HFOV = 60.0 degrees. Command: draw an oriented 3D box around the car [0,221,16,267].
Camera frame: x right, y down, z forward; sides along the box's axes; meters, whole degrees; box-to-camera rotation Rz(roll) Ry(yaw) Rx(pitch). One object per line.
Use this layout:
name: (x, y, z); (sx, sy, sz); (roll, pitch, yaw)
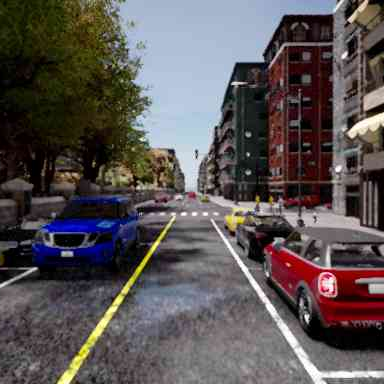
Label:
car: (-5.691, 1.496, 6.568); (1.752, 1.417, 4.829); (0, 0, 0)

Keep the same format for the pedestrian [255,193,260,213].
pedestrian: (6.138, 1.015, 31.382); (0.375, 1.860, 0.375); (0, 0, 0)

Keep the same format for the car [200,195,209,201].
car: (2.694, 1.268, 72.635); (1.887, 1.381, 4.507); (0, 0, 0)

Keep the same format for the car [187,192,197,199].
car: (0.009, 0.895, 86.910); (2.150, 2.045, 5.566); (0, 0, 0)

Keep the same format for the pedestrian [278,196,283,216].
pedestrian: (8.138, 1.245, 30.784); (0.375, 1.860, 0.375); (0, 0, 0)

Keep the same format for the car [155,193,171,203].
car: (-5.689, 1.074, 61.564); (2.192, 1.841, 5.009); (0, 0, 0)

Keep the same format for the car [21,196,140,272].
car: (-3.096, 1.173, 11.012); (2.150, 2.045, 5.566); (0, 0, 0)

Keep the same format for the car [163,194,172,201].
car: (-5.686, 1.251, 78.171); (1.887, 1.381, 4.507); (0, 0, 0)

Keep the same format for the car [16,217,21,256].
car: (-5.690, 1.496, 12.368); (2.008, 1.369, 4.403); (0, 0, 0)

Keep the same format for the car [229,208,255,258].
car: (2.691, 1.512, 12.369); (1.947, 1.339, 4.313); (0, 0, 0)

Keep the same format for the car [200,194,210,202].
car: (2.693, 1.266, 67.270); (1.752, 1.417, 4.829); (0, 0, 0)

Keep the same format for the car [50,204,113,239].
car: (-5.690, 1.449, 17.829); (1.752, 1.417, 4.829); (0, 0, 0)

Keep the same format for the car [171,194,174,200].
car: (-5.687, 1.164, 72.635); (1.967, 1.590, 4.097); (0, 0, 0)

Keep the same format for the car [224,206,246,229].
car: (2.690, 1.448, 18.169); (1.752, 1.417, 4.829); (0, 0, 0)

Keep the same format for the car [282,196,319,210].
car: (14.619, 1.407, 44.991); (5.009, 1.841, 2.192); (1, -1, 0)

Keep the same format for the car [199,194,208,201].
car: (2.694, 1.257, 78.171); (2.008, 1.369, 4.403); (0, 0, 0)

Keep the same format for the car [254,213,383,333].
car: (2.689, 1.410, 6.737); (1.967, 1.590, 4.097); (0, 0, 0)

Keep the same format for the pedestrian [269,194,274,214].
pedestrian: (7.138, 1.092, 30.183); (0.375, 1.860, 0.375); (0, 0, 0)

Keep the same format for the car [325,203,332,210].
car: (20.310, 1.740, 45.007); (4.507, 1.381, 1.887); (1, -1, 0)

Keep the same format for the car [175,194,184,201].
car: (-2.994, 1.232, 77.775); (1.812, 1.442, 4.674); (0, 0, 0)

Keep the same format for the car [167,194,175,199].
car: (-5.685, 1.254, 89.241); (1.802, 1.307, 4.206); (0, 0, 0)
